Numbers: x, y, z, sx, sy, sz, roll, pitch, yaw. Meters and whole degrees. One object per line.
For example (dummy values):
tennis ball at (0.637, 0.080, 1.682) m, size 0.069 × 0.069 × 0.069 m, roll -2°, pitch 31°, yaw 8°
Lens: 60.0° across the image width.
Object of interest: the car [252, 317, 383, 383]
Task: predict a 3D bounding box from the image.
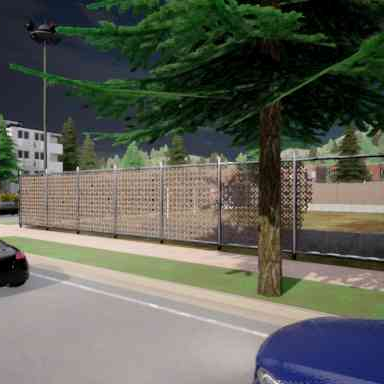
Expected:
car at (2.664, 1.525, 2.077) m, size 4.674 × 1.442 × 1.812 m, roll 0°, pitch 0°, yaw 35°

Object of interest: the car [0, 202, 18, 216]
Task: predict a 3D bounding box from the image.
car at (-17.278, 1.597, 30.120) m, size 1.895 × 1.301 × 4.718 m, roll 0°, pitch 0°, yaw 35°

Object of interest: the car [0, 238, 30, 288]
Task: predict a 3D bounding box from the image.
car at (-5.820, 1.568, 8.099) m, size 4.181 × 1.385 × 1.994 m, roll 0°, pitch 0°, yaw 36°
